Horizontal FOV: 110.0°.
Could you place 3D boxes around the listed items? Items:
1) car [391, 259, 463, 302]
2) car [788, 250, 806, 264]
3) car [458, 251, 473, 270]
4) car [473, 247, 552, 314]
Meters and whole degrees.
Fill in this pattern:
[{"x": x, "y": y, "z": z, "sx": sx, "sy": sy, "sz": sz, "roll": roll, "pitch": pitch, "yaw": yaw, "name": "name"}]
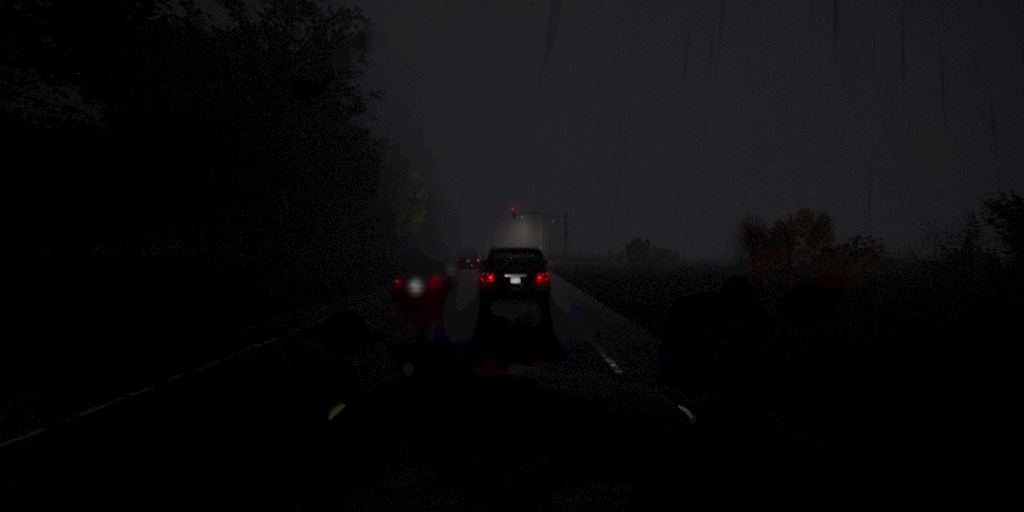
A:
[{"x": -3.401, "y": 0.989, "z": 14.693, "sx": 1.994, "sy": 1.385, "sz": 4.181, "roll": 0, "pitch": 1, "yaw": 0, "name": "car"}, {"x": 38.540, "y": 0.201, "z": 51.028, "sx": 5.566, "sy": 2.045, "sz": 2.150, "roll": 1, "pitch": 0, "yaw": 1, "name": "car"}, {"x": -3.397, "y": 0.380, "z": 30.482, "sx": 2.097, "sy": 1.767, "sz": 4.553, "roll": 0, "pitch": 1, "yaw": 0, "name": "car"}, {"x": 0.099, "y": 0.701, "z": 12.495, "sx": 2.150, "sy": 2.045, "sz": 5.566, "roll": 0, "pitch": 1, "yaw": 0, "name": "car"}]
